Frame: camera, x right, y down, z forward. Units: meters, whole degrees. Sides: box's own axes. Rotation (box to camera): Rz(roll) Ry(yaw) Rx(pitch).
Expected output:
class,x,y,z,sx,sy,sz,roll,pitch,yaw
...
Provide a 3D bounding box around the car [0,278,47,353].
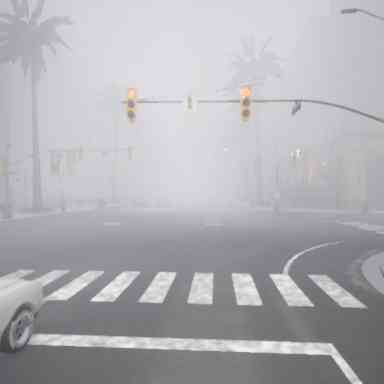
class,x,y,z,sx,sy,sz,roll,pitch,yaw
car,-3.375,1.596,3.214,1.895,1.301,4.718,0,0,4

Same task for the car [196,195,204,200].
class,x,y,z,sx,sy,sz,roll,pitch,yaw
car,2.146,1.456,88.961,1.895,1.301,4.718,0,0,3

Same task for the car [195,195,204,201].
class,x,y,z,sx,sy,sz,roll,pitch,yaw
car,1.575,1.423,78.537,2.033,1.411,5.357,0,0,3

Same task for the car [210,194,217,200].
class,x,y,z,sx,sy,sz,roll,pitch,yaw
car,5.639,1.361,88.740,1.837,1.490,4.892,0,0,3

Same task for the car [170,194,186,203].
class,x,y,z,sx,sy,sz,roll,pitch,yaw
car,-2.874,1.430,64.743,1.812,1.442,4.674,0,0,4

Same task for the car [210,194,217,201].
class,x,y,z,sx,sy,sz,roll,pitch,yaw
car,5.067,1.421,78.288,2.033,1.411,5.357,0,0,3

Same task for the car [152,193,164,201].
class,x,y,z,sx,sy,sz,roll,pitch,yaw
car,-8.337,1.233,82.217,2.185,1.767,4.553,0,0,3

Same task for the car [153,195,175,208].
class,x,y,z,sx,sy,sz,roll,pitch,yaw
car,-4.061,1.531,47.572,1.895,1.301,4.718,0,0,4

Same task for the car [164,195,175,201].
class,x,y,z,sx,sy,sz,roll,pitch,yaw
car,-5.398,1.418,79.215,2.033,1.411,5.357,0,0,3

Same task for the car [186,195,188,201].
class,x,y,z,sx,sy,sz,roll,pitch,yaw
car,-1.891,1.413,79.248,2.033,1.411,5.357,0,0,3

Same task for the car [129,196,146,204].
class,x,y,z,sx,sy,sz,roll,pitch,yaw
car,-9.843,1.424,60.338,2.161,1.482,4.786,0,0,3

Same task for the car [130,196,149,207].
class,x,y,z,sx,sy,sz,roll,pitch,yaw
car,-7.511,1.406,48.403,1.882,1.535,5.008,0,0,4
